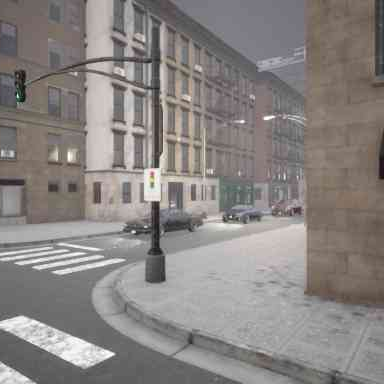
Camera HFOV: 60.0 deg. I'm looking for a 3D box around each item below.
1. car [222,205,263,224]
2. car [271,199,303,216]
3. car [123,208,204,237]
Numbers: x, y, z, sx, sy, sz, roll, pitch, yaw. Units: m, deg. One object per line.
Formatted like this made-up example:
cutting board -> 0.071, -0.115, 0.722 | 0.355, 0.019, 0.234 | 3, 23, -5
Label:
car -> 4.064, 1.696, 26.503 | 1.994, 1.385, 4.181 | 0, 0, 36
car -> 9.979, 1.539, 34.789 | 2.097, 1.767, 4.553 | 0, 0, 35
car -> -1.388, 1.630, 18.861 | 2.033, 1.411, 5.357 | 0, 0, 35
